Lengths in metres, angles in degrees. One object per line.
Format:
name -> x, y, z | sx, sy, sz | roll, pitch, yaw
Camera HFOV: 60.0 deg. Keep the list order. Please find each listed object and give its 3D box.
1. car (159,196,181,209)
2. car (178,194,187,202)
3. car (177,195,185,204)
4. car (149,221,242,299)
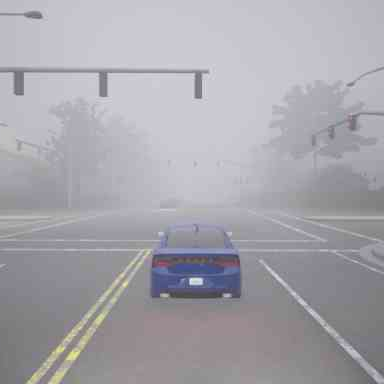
car -> -3.095, 1.564, 44.285 | 1.994, 1.385, 4.181 | 0, 0, 5
car -> -2.532, 1.563, 69.569 | 1.994, 1.385, 4.181 | 0, 0, 0
car -> -2.708, 1.601, 58.328 | 1.895, 1.301, 4.718 | 0, 0, 1
car -> 0.086, 1.478, 8.537 | 1.882, 1.535, 5.008 | 0, 0, 0
